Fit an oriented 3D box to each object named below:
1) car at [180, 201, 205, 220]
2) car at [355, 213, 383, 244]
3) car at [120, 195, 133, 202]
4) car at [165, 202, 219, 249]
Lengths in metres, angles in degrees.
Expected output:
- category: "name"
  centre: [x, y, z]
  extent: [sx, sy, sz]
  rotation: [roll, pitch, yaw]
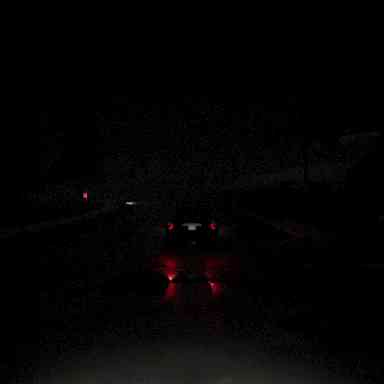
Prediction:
- category: "car"
  centre: [-0.003, 1.563, 29.616]
  extent: [2.033, 1.411, 5.357]
  rotation: [0, 0, 0]
- category: "car"
  centre: [8.942, 1.174, 13.514]
  extent: [3.866, 1.878, 1.905]
  rotation: [0, 0, 0]
- category: "car"
  centre: [-14.441, 1.421, 73.275]
  extent: [2.128, 1.511, 4.902]
  rotation: [0, 0, -27]
- category: "car"
  centre: [0.000, 1.366, 14.573]
  extent: [2.097, 1.767, 4.553]
  rotation: [0, 0, 0]
